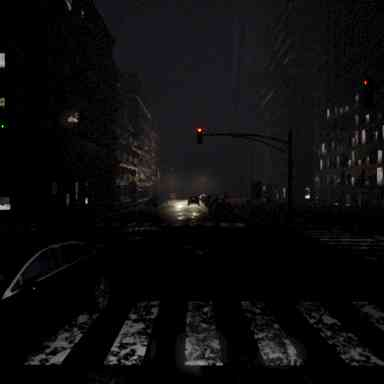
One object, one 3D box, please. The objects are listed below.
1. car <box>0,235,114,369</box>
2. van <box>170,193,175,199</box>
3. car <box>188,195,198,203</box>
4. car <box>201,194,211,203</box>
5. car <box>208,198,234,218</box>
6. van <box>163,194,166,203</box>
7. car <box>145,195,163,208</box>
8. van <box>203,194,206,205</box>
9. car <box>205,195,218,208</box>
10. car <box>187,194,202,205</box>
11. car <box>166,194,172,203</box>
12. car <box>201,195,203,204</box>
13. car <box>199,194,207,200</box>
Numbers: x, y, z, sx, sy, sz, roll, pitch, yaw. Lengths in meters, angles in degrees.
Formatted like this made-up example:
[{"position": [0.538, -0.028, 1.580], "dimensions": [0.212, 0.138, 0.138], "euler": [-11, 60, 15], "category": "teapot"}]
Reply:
[{"position": [-2.770, 1.489, 4.938], "dimensions": [2.128, 1.511, 4.902], "euler": [0, 0, 9], "category": "car"}, {"position": [-5.487, 1.232, 75.140], "dimensions": [1.690, 1.788, 3.998], "euler": [-1, 0, 0], "category": "van"}, {"position": [0.230, 1.417, 71.099], "dimensions": [2.128, 1.511, 4.902], "euler": [0, 0, 0], "category": "car"}, {"position": [2.851, 1.344, 69.501], "dimensions": [1.967, 1.590, 4.097], "euler": [-1, 0, 0], "category": "car"}, {"position": [2.731, 1.518, 29.981], "dimensions": [1.887, 1.381, 4.507], "euler": [-1, 0, 0], "category": "car"}, {"position": [-5.554, 1.280, 52.555], "dimensions": [1.690, 1.788, 3.998], "euler": [-1, 0, 0], "category": "van"}, {"position": [-5.567, 1.514, 46.909], "dimensions": [1.947, 1.339, 4.313], "euler": [-1, 0, 0], "category": "car"}, {"position": [2.778, 1.289, 46.918], "dimensions": [1.690, 1.788, 3.998], "euler": [-1, 0, 0], "category": "van"}, {"position": [2.746, 1.405, 35.626], "dimensions": [1.967, 1.590, 4.097], "euler": [-1, 0, 0], "category": "car"}, {"position": [0.259, 1.437, 55.582], "dimensions": [1.837, 1.490, 4.892], "euler": [0, 0, 0], "category": "car"}, {"position": [-5.518, 1.461, 63.847], "dimensions": [1.887, 1.381, 4.507], "euler": [-1, 0, 0], "category": "car"}, {"position": [2.797, 1.483, 52.564], "dimensions": [1.887, 1.381, 4.507], "euler": [-1, 0, 0], "category": "car"}, {"position": [2.931, 1.302, 86.439], "dimensions": [1.967, 1.590, 4.097], "euler": [-1, 0, 0], "category": "car"}]
